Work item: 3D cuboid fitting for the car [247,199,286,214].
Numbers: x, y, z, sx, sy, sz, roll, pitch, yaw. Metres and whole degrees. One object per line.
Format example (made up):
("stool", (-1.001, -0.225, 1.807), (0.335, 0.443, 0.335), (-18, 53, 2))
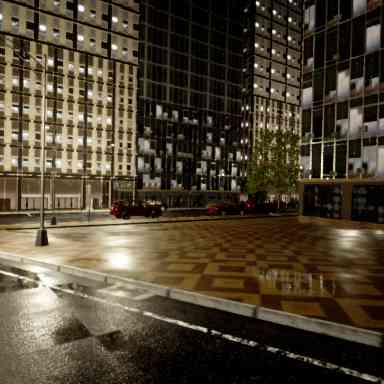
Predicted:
("car", (8.729, 1.780, 41.187), (5.009, 1.841, 2.192), (1, 1, -34))

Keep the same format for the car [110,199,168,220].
("car", (-5.287, 1.642, 31.556), (5.009, 1.841, 2.192), (1, 1, -34))

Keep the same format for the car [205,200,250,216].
("car", (4.052, 1.964, 37.981), (4.507, 1.381, 1.887), (1, 1, -34))

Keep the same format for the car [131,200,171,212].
("car", (-5.081, 1.716, 41.264), (4.403, 1.369, 2.008), (1, 1, -34))

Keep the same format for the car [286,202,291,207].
("car", (13.607, 1.932, 54.107), (4.206, 1.307, 1.802), (1, 1, -34))

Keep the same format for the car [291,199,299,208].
("car", (18.280, 1.962, 57.317), (4.313, 1.339, 1.947), (1, 1, -34))

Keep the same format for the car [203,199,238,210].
("car", (4.124, 1.781, 47.589), (4.829, 1.417, 1.752), (1, 1, -34))

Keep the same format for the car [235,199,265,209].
("car", (8.935, 1.869, 50.896), (4.313, 1.339, 1.947), (1, 1, -34))
